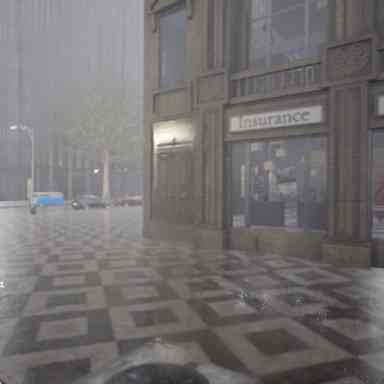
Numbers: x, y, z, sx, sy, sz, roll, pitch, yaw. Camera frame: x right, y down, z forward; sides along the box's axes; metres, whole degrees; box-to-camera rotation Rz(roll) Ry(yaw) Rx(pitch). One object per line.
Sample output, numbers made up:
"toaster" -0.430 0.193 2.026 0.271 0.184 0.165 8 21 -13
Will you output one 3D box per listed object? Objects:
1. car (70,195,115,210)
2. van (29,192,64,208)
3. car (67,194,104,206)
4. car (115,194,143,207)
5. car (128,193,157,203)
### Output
"car" -10.864 1.241 35.902 1.947 1.339 4.313 2 2 36
"van" -17.784 0.939 40.875 1.690 1.788 3.998 1 1 36
"car" -14.501 1.078 45.436 2.008 1.369 4.403 2 2 36
"car" -7.579 1.150 40.457 1.887 1.381 4.507 2 2 36
"car" -8.028 0.900 54.414 1.752 1.417 4.829 2 2 36
